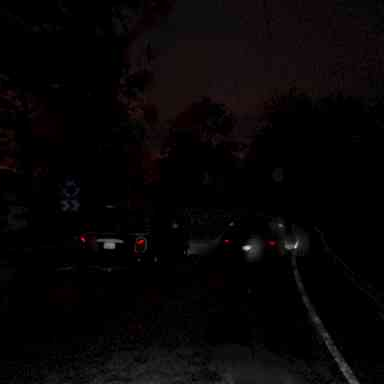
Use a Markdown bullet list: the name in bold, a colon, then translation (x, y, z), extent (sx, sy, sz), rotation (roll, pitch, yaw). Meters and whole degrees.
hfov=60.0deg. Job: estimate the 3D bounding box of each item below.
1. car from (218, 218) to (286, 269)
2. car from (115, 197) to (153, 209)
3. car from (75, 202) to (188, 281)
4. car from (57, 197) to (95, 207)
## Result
- **car**: translation (2.187, 1.592, 11.476), extent (1.994, 1.385, 4.181), rotation (0, 0, 16)
- **car**: translation (-8.108, 1.454, 46.329), extent (5.008, 1.535, 1.882), rotation (1, 0, 23)
- **car**: translation (-1.558, 1.347, 10.214), extent (2.097, 1.767, 4.553), rotation (1, 0, 12)
- **car**: translation (-15.679, 1.405, 44.847), extent (4.902, 1.511, 2.128), rotation (1, 0, 2)
